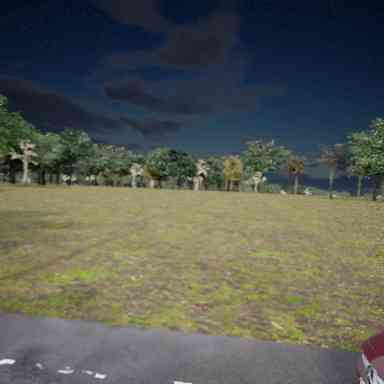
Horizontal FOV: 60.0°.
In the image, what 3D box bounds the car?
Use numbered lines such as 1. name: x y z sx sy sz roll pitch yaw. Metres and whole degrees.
1. car: 3.932 1.715 2.741 4.674 1.442 1.812 2 0 9
